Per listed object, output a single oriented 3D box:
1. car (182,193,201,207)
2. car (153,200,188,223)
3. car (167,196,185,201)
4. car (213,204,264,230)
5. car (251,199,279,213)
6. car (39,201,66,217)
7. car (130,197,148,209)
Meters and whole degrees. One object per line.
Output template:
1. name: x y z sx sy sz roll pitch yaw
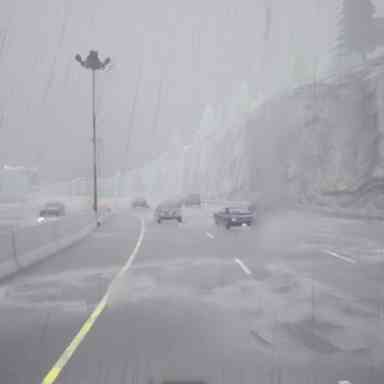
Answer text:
1. car: -0.442 1.240 50.491 2.150 2.045 5.566 0 0 -19
2. car: -1.942 1.585 26.003 2.033 1.411 5.357 -1 0 -10
3. car: -2.951 1.660 46.839 1.895 1.301 4.718 -1 0 -18
4. car: 2.624 1.563 20.796 1.895 1.301 4.718 -1 0 -8
5. car: 7.205 1.454 34.264 1.994 1.385 4.181 -1 0 -13
6. car: -14.311 1.744 34.380 1.837 1.490 4.892 0 1 -10
7. car: -8.007 1.494 49.766 2.097 1.767 4.553 -1 0 -18
